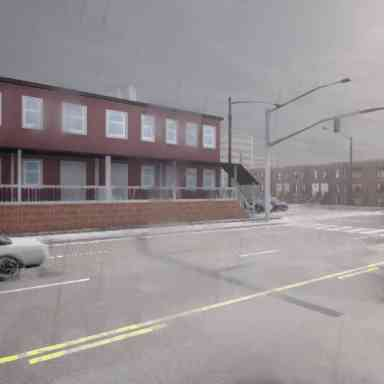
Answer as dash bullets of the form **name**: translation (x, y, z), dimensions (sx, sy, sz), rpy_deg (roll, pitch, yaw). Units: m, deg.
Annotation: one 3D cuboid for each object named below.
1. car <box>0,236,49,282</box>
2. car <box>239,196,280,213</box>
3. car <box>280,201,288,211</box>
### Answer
- **car**: translation (-6.195, 1.573, 8.152), dimensions (4.718, 1.301, 1.895), rpy_deg (0, 0, -36)
- **car**: translation (6.818, 1.461, 36.768), dimensions (2.128, 1.511, 4.902), rpy_deg (0, 0, -36)
- **car**: translation (9.175, 1.324, 39.485), dimensions (2.097, 1.767, 4.553), rpy_deg (0, 0, -36)
